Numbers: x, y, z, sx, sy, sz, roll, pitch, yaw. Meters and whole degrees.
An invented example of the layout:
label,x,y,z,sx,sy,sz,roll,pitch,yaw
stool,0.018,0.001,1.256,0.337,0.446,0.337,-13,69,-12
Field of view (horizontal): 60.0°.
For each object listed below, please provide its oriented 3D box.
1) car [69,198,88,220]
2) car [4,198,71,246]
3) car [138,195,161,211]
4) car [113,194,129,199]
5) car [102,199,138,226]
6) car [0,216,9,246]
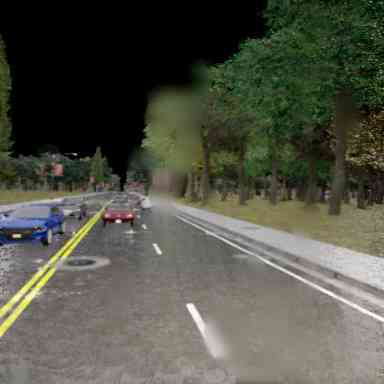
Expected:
label,x,y,z,sx,sy,sz,roll,pitch,yaw
car,-8.688,1.168,24.127,2.128,1.511,4.902,1,0,-12
car,-6.681,1.251,14.193,1.882,1.535,5.008,1,0,-12
car,-4.440,1.234,35.572,1.812,1.442,4.674,1,0,-12
car,-9.510,1.054,44.330,2.128,1.511,4.902,1,0,-12
car,-4.682,1.376,21.316,1.895,1.301,4.718,1,0,-12
car,-4.785,1.359,4.981,2.128,1.511,4.902,1,0,-12
